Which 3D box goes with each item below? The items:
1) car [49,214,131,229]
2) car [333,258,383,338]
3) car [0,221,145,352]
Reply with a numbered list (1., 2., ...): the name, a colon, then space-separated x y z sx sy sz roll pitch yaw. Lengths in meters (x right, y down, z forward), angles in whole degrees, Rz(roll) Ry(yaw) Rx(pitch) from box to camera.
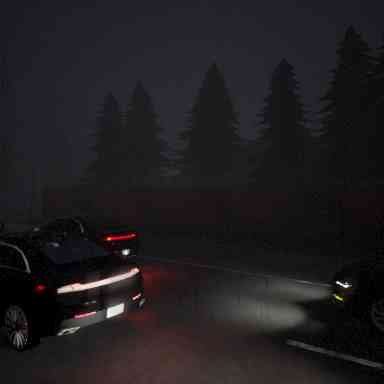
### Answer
1. car: -3.887 1.505 11.097 4.892 1.490 1.837 0 0 36
2. car: 4.721 1.506 4.914 4.892 1.490 1.837 0 0 36
3. car: -3.070 1.492 6.202 4.902 1.511 2.128 0 0 36
